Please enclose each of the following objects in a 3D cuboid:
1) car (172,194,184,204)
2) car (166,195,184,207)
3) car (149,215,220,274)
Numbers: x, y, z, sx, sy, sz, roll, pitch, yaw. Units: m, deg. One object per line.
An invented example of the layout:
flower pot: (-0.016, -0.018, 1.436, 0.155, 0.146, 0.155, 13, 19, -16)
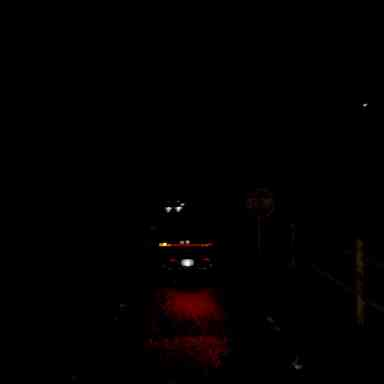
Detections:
car: (-2.734, 1.390, 67.024, 2.097, 1.767, 4.553, 0, 0, 0)
car: (-2.804, 1.364, 51.565, 2.097, 1.767, 4.553, 0, 0, 0)
car: (-0.294, 1.498, 10.628, 1.837, 1.490, 4.892, 0, 0, -4)
